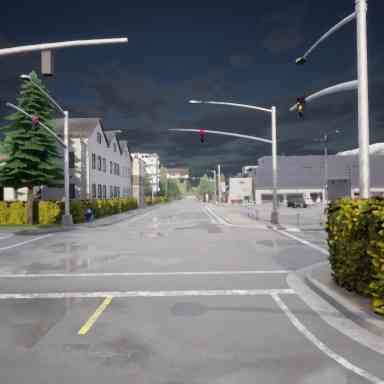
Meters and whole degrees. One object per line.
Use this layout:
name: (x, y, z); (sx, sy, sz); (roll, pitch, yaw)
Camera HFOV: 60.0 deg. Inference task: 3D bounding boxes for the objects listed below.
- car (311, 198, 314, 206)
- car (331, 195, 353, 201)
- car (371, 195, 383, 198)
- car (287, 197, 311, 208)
car: (19.090, 1.573, 56.182); (1.970, 1.475, 3.806); (-1, -1, 0)
car: (25.504, 1.398, 56.519); (2.152, 1.636, 5.027); (-1, -1, 0)
car: (19.127, 1.183, 31.256); (1.905, 1.878, 3.866); (-1, -1, 0)
car: (15.442, 1.629, 49.125); (2.007, 1.523, 4.514); (-1, -1, 0)
